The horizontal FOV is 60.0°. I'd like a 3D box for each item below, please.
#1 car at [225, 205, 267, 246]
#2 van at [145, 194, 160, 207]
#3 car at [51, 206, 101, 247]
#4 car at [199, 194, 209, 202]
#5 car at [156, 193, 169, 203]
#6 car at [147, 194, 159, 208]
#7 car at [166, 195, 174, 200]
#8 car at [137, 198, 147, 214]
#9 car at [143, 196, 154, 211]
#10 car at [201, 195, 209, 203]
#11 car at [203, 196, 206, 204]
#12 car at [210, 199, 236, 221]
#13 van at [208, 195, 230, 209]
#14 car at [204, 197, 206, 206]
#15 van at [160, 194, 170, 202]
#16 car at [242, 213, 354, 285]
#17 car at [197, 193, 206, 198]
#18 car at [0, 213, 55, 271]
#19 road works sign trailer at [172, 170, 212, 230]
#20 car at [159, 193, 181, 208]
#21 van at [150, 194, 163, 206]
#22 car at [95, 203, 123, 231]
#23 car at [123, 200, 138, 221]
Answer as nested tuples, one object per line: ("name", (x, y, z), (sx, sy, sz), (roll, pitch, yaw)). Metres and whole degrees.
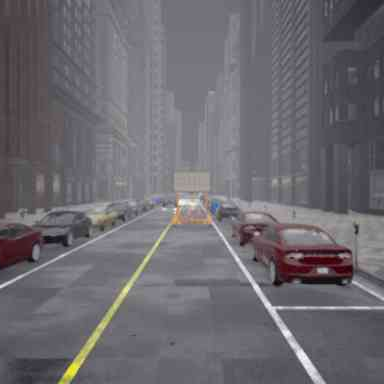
("car", (2.765, 1.513, 14.894), (1.887, 1.381, 4.507), (0, 0, 0))
("van", (-5.754, 1.259, 48.698), (1.690, 1.788, 3.998), (0, 0, 0))
("car", (-5.760, 1.535, 14.878), (1.947, 1.339, 4.313), (0, 0, 0))
("car", (2.774, 1.451, 59.984), (1.887, 1.381, 4.507), (0, 0, 0))
("car", (-5.750, 1.216, 65.607), (2.192, 1.841, 5.009), (0, 0, 0))
("car", (-5.755, 1.364, 43.061), (1.967, 1.590, 4.097), (0, 0, 0))
("car", (-5.745, 1.434, 88.154), (1.887, 1.381, 4.507), (0, 0, 0))
("car", (-5.757, 1.522, 31.788), (1.802, 1.307, 4.206), (0, 0, 0))
("car", (-5.756, 1.497, 37.425), (1.947, 1.339, 4.313), (0, 0, 0))
("car", (2.772, 1.468, 48.712), (2.008, 1.369, 4.403), (0, 0, 0))
("car", (2.771, 1.506, 43.075), (1.802, 1.307, 4.206), (0, 0, 0))
("car", (2.767, 1.499, 26.166), (2.008, 1.369, 4.403), (0, 0, 0))
("van", (2.768, 1.280, 31.802), (1.690, 1.788, 3.998), (0, 0, 0))
("car", (2.769, 1.482, 37.439), (2.008, 1.369, 4.403), (0, 0, 0))
("van", (-5.749, 1.238, 71.243), (1.690, 1.788, 3.998), (0, 0, 0))
("car", (2.763, 1.525, 9.258), (1.887, 1.381, 4.507), (0, 0, 0))
("car", (2.776, 1.212, 71.256), (2.192, 1.841, 5.009), (0, 0, 0))
("car", (-5.762, 1.525, 9.242), (1.887, 1.381, 4.507), (0, 0, 0))
("road works sign trailer", (0.005, 0.422, 20.550), (2.380, 3.560, 2.880), (0, 0, 0))
("car", (-3.071, 1.140, 47.950), (2.150, 2.045, 5.566), (0, 0, 0))
("van", (-5.752, 1.253, 54.334), (1.690, 1.788, 3.998), (0, 0, 0))
("car", (-5.759, 1.484, 20.345), (1.752, 1.417, 4.829), (0, 0, 0))
("car", (-5.758, 1.514, 26.151), (1.947, 1.339, 4.313), (0, 0, 0))
